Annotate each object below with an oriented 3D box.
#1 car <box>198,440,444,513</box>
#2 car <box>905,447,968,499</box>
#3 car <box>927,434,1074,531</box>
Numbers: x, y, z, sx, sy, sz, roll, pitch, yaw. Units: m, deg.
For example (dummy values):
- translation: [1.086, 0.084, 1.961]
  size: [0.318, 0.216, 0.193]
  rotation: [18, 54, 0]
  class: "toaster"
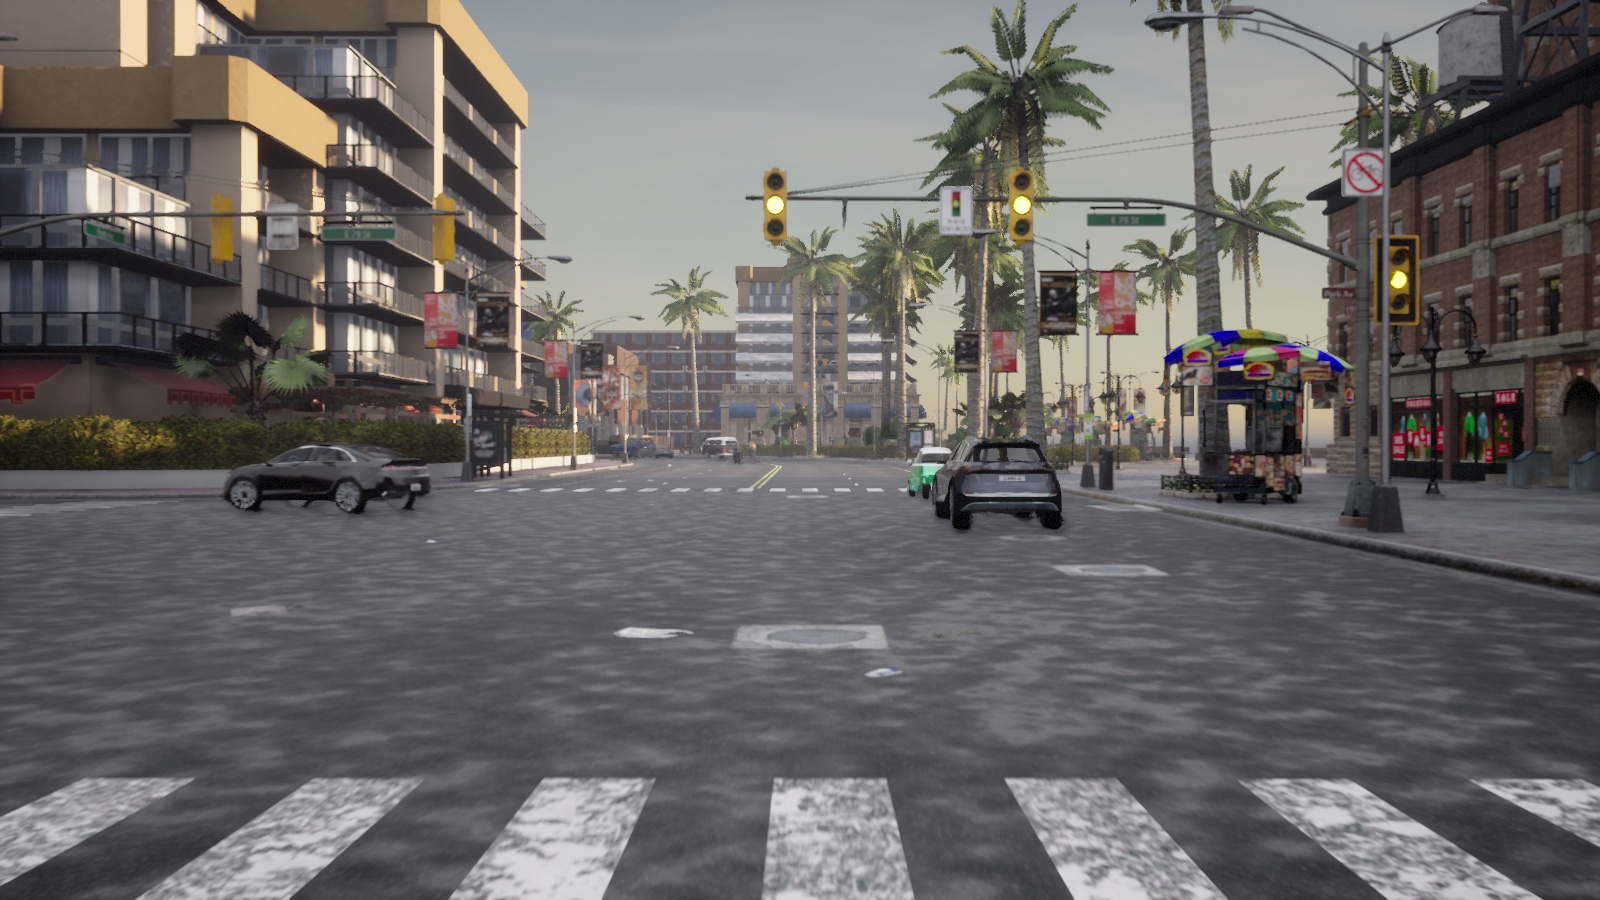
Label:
- translation: [-10.590, 0.537, 27.791]
  size: [4.902, 1.511, 2.128]
  rotation: [0, 0, 21]
  class: "car"
- translation: [3.710, 0.610, 34.395]
  size: [1.481, 1.376, 2.207]
  rotation: [0, 1, 0]
  class: "car"
- translation: [3.650, 0.545, 23.790]
  size: [2.033, 1.649, 4.856]
  rotation: [0, 0, 0]
  class: "car"
